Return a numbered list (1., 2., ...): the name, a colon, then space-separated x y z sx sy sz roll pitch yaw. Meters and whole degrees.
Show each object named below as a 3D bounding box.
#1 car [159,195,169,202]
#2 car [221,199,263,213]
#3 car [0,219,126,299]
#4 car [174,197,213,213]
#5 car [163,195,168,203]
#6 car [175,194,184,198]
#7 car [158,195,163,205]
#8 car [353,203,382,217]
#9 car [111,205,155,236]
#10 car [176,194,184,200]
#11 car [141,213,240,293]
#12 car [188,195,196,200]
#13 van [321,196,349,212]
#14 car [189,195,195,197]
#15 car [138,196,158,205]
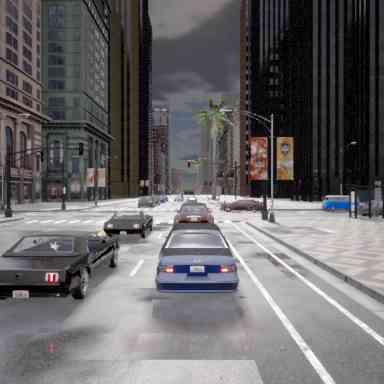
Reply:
1. car: -6.548 1.529 77.740 1.812 1.442 4.674 0 0 0
2. car: 5.505 1.514 36.504 4.674 1.442 1.812 0 0 15
3. car: -3.154 1.600 8.362 1.895 1.301 4.718 0 0 0
4. car: 0.108 1.352 18.435 2.097 1.767 4.553 0 0 0
5. car: -6.554 1.481 67.572 1.882 1.535 5.008 0 0 0
6. car: -3.300 1.521 80.429 1.812 1.442 4.674 0 0 0
7. car: -6.613 1.507 58.070 1.837 1.490 4.892 0 0 0
8. car: 17.053 1.549 29.648 4.403 1.369 2.008 0 0 0
9. car: -3.165 1.600 17.530 1.895 1.301 4.718 0 0 0
10. car: -3.306 1.316 90.433 1.882 1.535 5.008 0 0 0
11. car: 0.097 1.547 8.991 2.033 1.411 5.357 0 0 0
12. car: -0.056 1.546 90.846 2.033 1.411 5.357 0 0 0
13. van: 17.043 1.315 38.172 3.998 1.788 1.690 0 0 0
14. car: 0.032 1.550 57.591 2.033 1.411 5.357 0 0 0
15. car: -6.621 1.354 48.840 2.097 1.767 4.553 0 0 0
